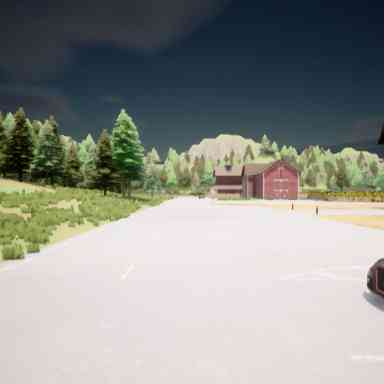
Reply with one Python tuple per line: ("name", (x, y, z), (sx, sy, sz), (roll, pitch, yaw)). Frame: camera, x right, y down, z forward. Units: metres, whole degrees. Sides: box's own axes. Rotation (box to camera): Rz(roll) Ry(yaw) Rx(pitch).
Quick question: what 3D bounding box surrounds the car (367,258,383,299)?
("car", (5.558, 1.496, 6.054), (4.181, 1.381, 1.994), (0, 0, -1))
